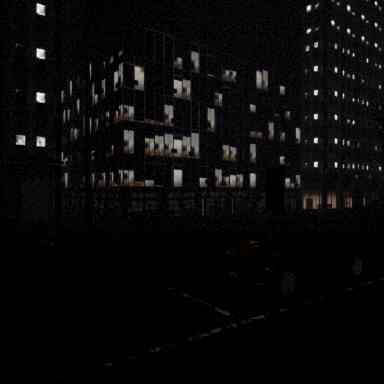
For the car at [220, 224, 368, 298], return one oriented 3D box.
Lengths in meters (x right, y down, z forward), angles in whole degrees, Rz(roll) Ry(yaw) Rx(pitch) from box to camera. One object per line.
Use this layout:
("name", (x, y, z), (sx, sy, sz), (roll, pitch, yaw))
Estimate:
("car", (2.728, 1.545, 8.507), (4.507, 1.381, 1.887), (0, 0, -36))
